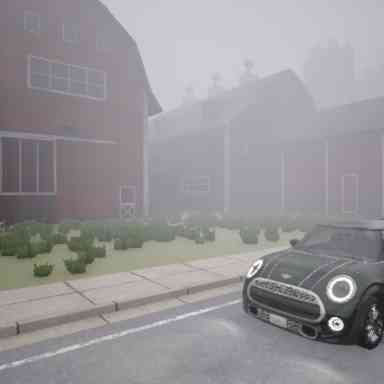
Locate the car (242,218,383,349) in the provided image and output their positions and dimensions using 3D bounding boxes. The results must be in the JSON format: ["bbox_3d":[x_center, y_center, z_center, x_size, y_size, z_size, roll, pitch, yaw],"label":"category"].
[{"bbox_3d":[3.086,1.352,6.405,4.553,1.767,2.097,0,0,-37],"label":"car"}]
